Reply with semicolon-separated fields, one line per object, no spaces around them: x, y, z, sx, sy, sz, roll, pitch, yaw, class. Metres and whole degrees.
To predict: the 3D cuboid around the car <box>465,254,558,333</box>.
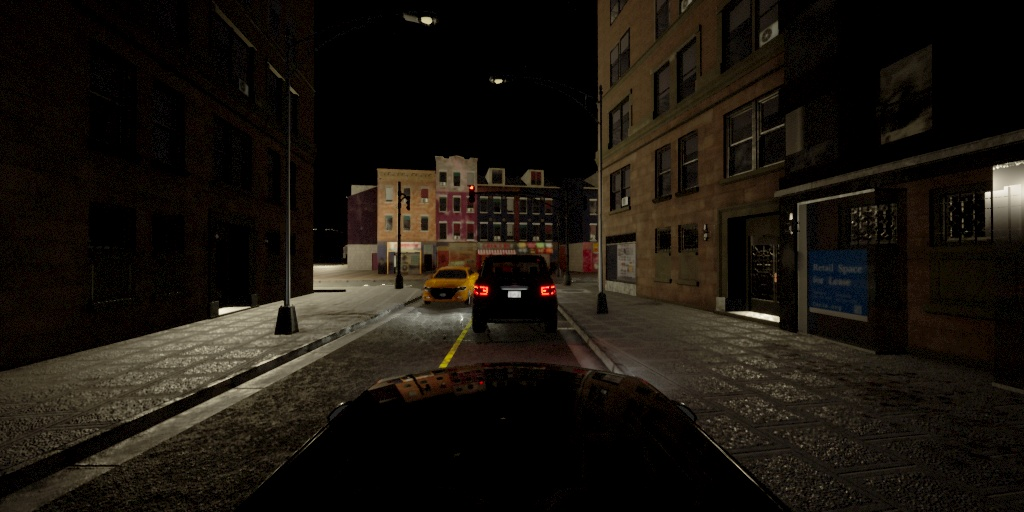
0.098;0.972;10.899;2.150;2.045;5.566;0;0;1;car

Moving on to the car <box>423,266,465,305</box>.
-2.639;1.229;16.347;1.882;1.535;5.008;0;0;1;car
